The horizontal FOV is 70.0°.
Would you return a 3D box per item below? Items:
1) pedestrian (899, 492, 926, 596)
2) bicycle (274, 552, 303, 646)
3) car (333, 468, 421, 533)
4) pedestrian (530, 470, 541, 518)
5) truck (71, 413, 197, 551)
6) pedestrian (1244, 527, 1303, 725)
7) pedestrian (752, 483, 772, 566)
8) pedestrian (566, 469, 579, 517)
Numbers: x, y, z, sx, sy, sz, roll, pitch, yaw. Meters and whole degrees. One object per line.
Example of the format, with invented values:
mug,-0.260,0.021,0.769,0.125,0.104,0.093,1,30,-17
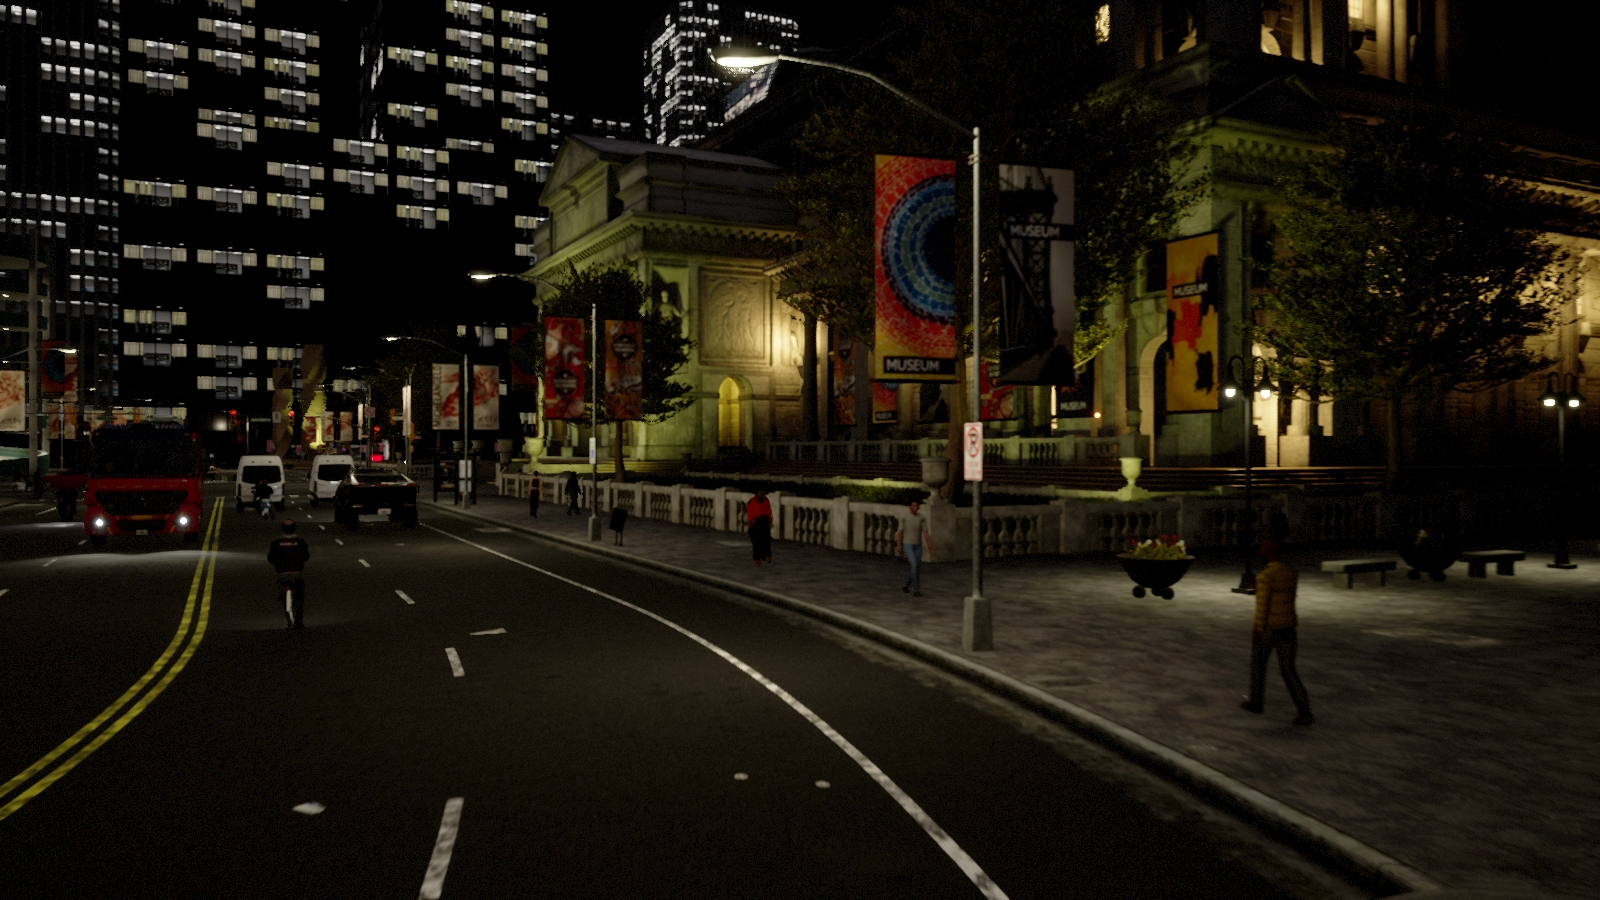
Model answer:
pedestrian,2.044,1.695,20.803,0.375,1.860,0.375,0,0,-18
bicycle,-7.707,2.212,17.240,0.329,1.171,1.835,0,0,-22
car,-15.648,1.757,42.005,2.390,2.098,6.274,0,0,-26
pedestrian,-10.370,1.700,44.720,0.375,1.860,0.375,0,0,-19
truck,-20.833,0.895,36.159,2.891,3.827,8.468,0,0,-26
pedestrian,4.605,1.695,11.124,0.375,1.860,0.375,0,0,-17
pedestrian,-0.872,1.696,26.109,0.375,1.860,0.375,0,0,-20
pedestrian,-8.941,1.698,44.902,0.375,1.860,0.375,0,0,44
